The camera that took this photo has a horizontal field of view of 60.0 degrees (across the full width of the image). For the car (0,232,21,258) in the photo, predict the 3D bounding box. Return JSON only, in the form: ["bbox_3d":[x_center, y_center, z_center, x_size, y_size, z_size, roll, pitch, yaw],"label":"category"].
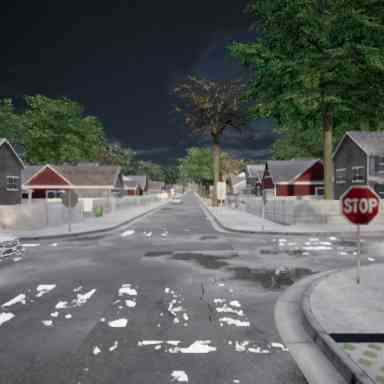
[{"bbox_3d":[-8.287,1.660,11.154,4.674,1.442,1.812,-1,0,-1],"label":"car"}]

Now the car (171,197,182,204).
[{"bbox_3d":[-2.787,1.556,60.591,1.895,1.301,4.718,0,0,0],"label":"car"}]
